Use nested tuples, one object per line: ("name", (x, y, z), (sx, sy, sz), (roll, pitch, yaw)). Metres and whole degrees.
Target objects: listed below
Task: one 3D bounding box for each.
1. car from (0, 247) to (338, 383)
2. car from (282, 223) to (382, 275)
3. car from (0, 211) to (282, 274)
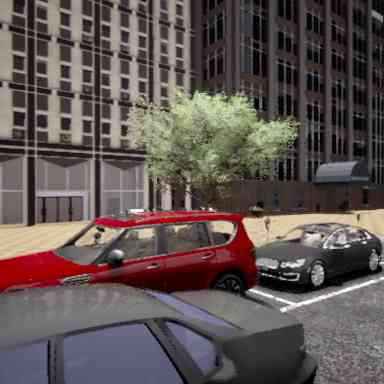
("car", (-1.310, 1.547, 2.444), (5.357, 1.411, 2.033), (0, 0, -35))
("car", (3.500, 1.548, 9.056), (4.403, 1.369, 2.008), (0, 0, -35))
("car", (-0.998, 1.314, 5.849), (5.009, 1.841, 2.192), (0, 0, -35))
